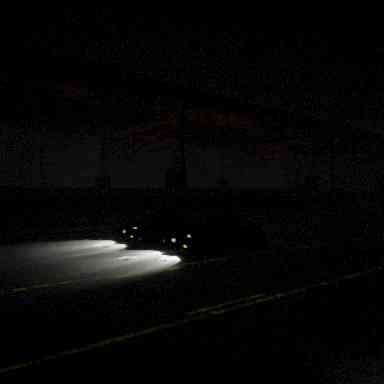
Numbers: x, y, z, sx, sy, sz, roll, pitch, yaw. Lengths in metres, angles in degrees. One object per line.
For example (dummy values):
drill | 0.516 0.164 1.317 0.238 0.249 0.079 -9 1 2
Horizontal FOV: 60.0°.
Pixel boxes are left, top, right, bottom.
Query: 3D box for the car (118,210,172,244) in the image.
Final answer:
car | -1.365 1.572 15.876 4.181 1.385 1.994 0 0 -35

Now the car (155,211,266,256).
car | 0.966 1.573 13.237 4.181 1.385 1.994 0 0 -35

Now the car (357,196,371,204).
car | 28.795 1.359 57.823 4.536 1.218 1.853 0 0 -7

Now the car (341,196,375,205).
car | 28.847 1.516 57.830 4.974 1.542 2.038 0 0 -7
